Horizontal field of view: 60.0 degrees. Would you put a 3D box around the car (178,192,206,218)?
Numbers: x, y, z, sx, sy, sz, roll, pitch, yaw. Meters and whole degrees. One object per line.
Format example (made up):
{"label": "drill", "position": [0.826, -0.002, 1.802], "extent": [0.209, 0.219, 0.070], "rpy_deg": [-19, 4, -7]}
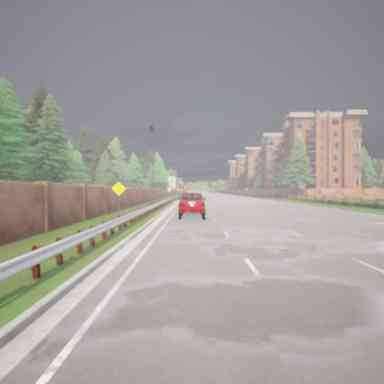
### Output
{"label": "car", "position": [-0.006, 1.041, 27.777], "extent": [2.150, 2.045, 5.566], "rpy_deg": [0, 0, 0]}
